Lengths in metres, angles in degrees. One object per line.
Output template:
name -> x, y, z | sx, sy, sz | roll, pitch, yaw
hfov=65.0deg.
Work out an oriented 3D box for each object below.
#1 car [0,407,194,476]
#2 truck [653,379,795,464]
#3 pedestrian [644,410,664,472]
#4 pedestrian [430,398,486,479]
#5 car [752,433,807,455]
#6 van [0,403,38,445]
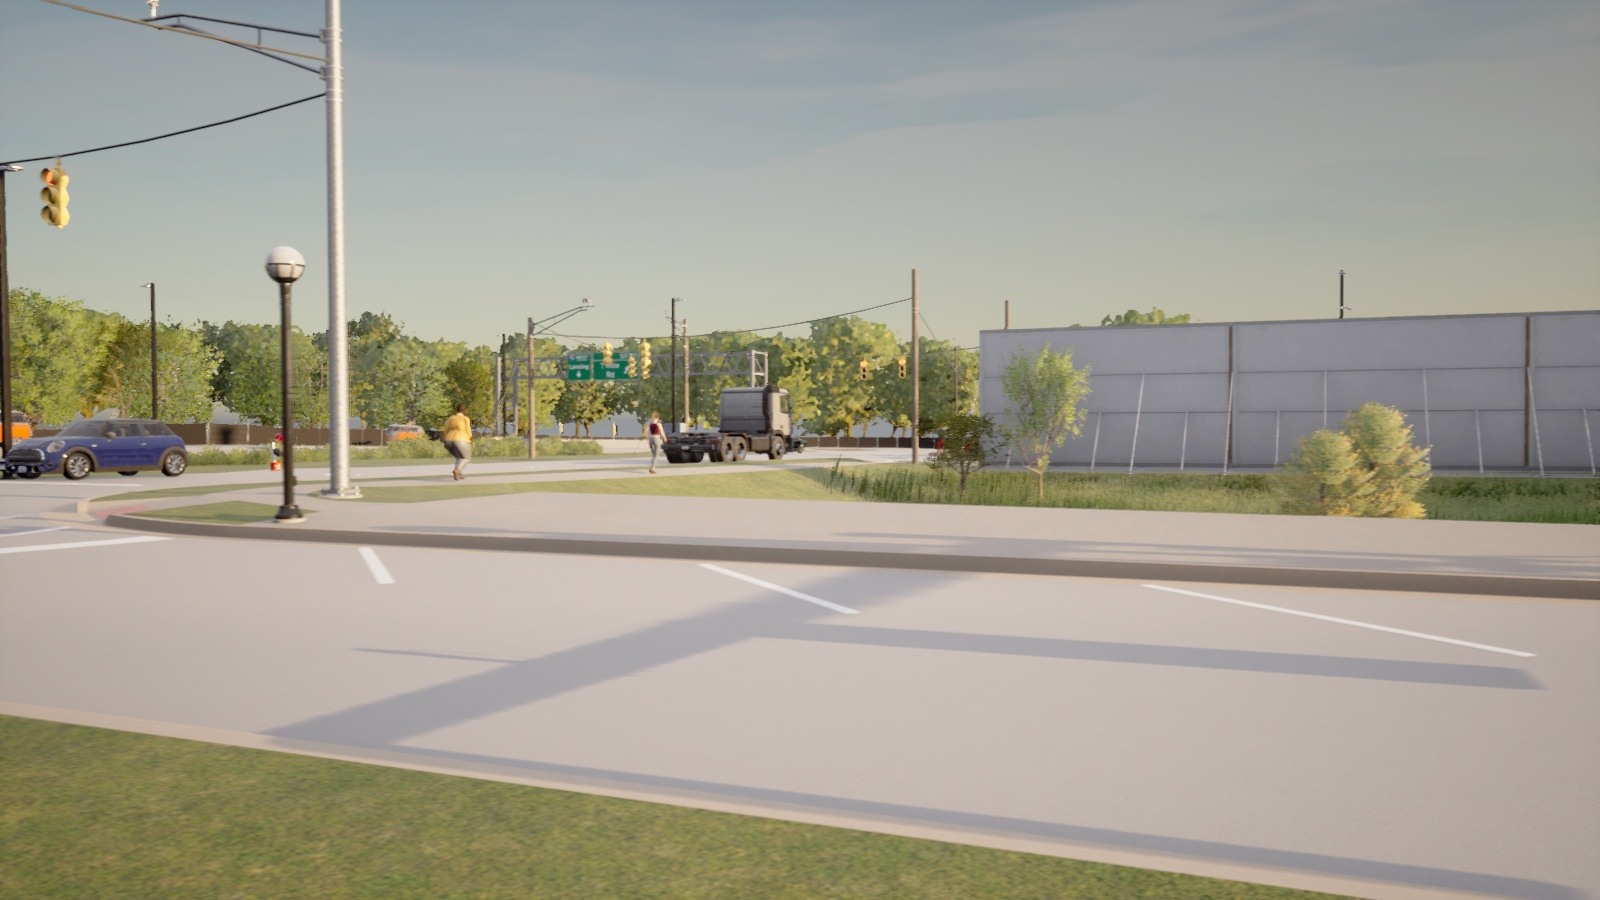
car -> -19.481, -0.249, 34.809 | 2.097, 1.767, 4.553 | 1, 1, 23
truck -> -3.154, -1.204, 55.072 | 2.891, 3.462, 7.936 | 1, 1, 24
pedestrian -> -4.328, -0.269, 37.236 | 0.345, 1.836, 0.594 | 1, 2, 24
pedestrian -> -7.910, -0.275, 29.059 | 0.874, 1.855, 0.900 | 1, 2, 22
car -> -1.199, -0.394, 76.988 | 1.895, 1.301, 4.718 | 1, 1, 19
van -> -38.921, -1.250, 59.655 | 1.775, 1.987, 4.442 | 1, 0, 23
